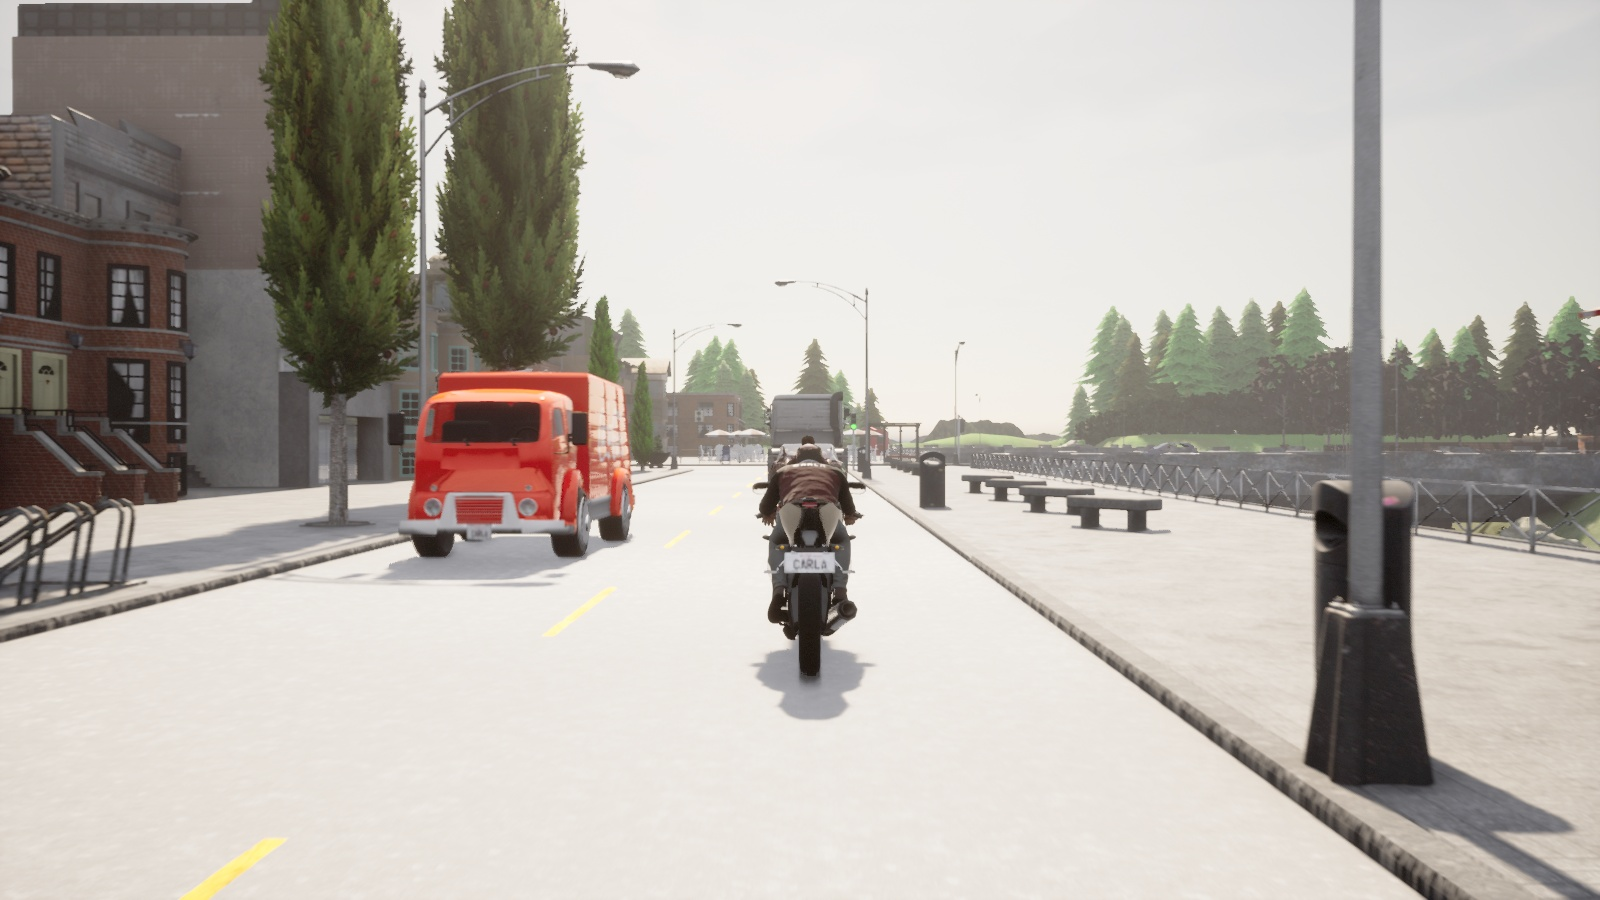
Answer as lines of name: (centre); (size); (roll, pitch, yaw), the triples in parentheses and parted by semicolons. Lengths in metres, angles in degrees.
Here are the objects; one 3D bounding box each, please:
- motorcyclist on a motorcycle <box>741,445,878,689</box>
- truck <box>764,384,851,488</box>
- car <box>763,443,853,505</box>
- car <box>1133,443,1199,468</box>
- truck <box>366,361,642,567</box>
motorcyclist on a motorcycle: (0.066, 0.731, 8.997); (0.866, 1.530, 2.191); (0, 0, 0)
truck: (0.271, -0.495, 46.094); (2.891, 3.462, 7.936); (0, 0, 0)
car: (0.196, 0.563, 32.638); (2.163, 1.488, 4.792); (0, 0, 0)
car: (22.965, 0.334, 78.863); (3.633, 1.501, 1.845); (0, 0, 0)
truck: (-3.886, 0.157, 17.687); (2.627, 2.467, 5.204); (0, 0, 0)
